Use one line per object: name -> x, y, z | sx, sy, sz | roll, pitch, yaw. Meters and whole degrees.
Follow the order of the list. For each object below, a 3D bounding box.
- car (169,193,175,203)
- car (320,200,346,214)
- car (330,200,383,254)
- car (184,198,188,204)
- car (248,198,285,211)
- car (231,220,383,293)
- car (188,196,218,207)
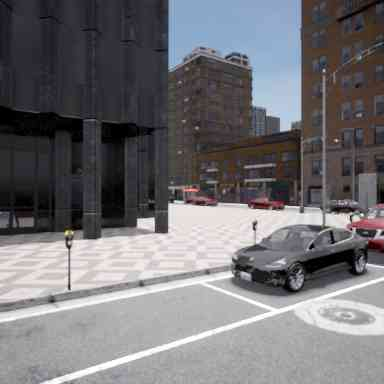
car -> -5.605, 1.180, 67.059 | 2.150, 2.045, 5.566 | 0, 0, -35
car -> 14.850, 1.490, 32.054 | 2.128, 1.511, 4.902 | 0, 0, -36
car -> 7.601, 1.332, 12.208 | 5.009, 1.841, 2.192 | 0, 0, -36
car -> 0.407, 1.464, 58.447 | 1.882, 1.535, 5.008 | 0, 0, -35
car -> 8.998, 1.477, 40.525 | 1.882, 1.535, 5.008 | 0, 0, -35
car -> 3.013, 1.575, 8.926 | 4.313, 1.339, 1.947 | 0, 0, -36
car -> 1.965, 1.474, 50.707 | 1.882, 1.535, 5.008 | 0, 0, -34
